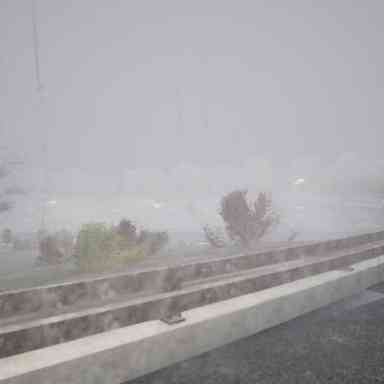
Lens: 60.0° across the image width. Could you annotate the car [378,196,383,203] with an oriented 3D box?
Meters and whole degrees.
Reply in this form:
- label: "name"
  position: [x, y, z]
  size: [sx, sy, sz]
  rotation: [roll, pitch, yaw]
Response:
- label: "car"
  position: [44.074, 1.909, 74.104]
  size: [1.837, 1.490, 4.892]
  rotation: [0, -1, 5]
